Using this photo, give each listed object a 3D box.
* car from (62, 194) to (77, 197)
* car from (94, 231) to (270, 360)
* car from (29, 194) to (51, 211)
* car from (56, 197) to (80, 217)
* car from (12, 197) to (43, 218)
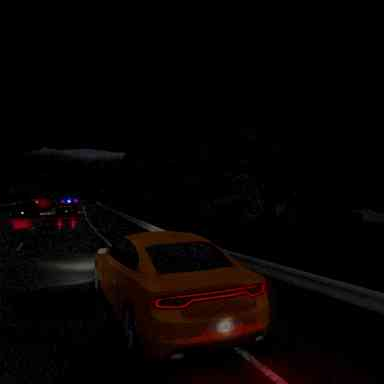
[{"bbox_3d":[-15.228,1.221,41.464,2.150,2.045,5.566,0,0,-18],"label":"car"},{"bbox_3d":[-0.621,1.478,6.291,1.882,1.535,5.008,0,0,-24],"label":"car"},{"bbox_3d":[-18.397,1.221,40.080,2.150,2.045,5.566,0,0,-19],"label":"car"},{"bbox_3d":[-11.831,1.492,31.556,2.128,1.511,4.902,0,0,-19],"label":"car"},{"bbox_3d":[-15.010,1.505,30.175,1.837,1.490,4.892,0,0,-19],"label":"car"}]
